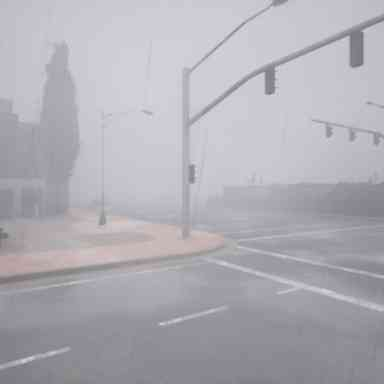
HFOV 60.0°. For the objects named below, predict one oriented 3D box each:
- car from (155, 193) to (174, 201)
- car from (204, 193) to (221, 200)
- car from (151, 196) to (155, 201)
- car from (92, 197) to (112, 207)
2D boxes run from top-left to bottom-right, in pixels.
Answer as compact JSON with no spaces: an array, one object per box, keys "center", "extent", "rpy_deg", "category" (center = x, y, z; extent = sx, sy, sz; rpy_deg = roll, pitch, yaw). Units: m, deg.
[{"center":[-6.176,1.211,79.695],"extent":[3.866,1.878,1.905],"rpy_deg":[0,0,-34],"category":"car"},{"center":[4.826,1.211,63.445],"extent":[3.866,1.878,1.905],"rpy_deg":[0,0,-34],"category":"car"},{"center":[-7.749,1.209,82.125],"extent":[4.605,1.855,1.932],"rpy_deg":[0,0,-34],"category":"car"},{"center":[-14.496,1.573,53.108],"extent":[2.033,1.411,5.357],"rpy_deg":[0,0,-32],"category":"car"}]
